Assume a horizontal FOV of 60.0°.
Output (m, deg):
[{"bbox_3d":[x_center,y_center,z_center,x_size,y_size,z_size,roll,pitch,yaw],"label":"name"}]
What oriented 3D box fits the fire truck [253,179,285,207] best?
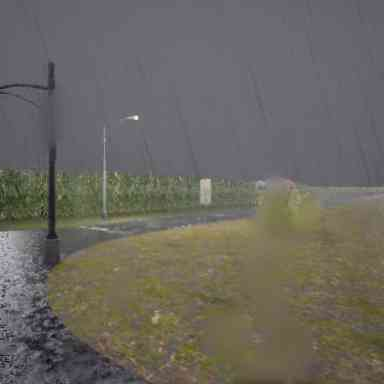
[{"bbox_3d":[11.351,0.189,45.227,2.891,3.827,8.468,0,0,35],"label":"fire truck"}]
